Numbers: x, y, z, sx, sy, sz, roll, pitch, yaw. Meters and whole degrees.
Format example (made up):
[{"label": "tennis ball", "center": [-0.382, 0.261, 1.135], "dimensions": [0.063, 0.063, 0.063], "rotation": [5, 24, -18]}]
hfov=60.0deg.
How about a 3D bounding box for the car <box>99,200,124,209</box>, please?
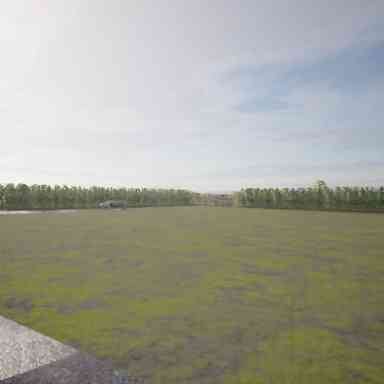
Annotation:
[{"label": "car", "center": [-13.822, 2.171, 57.834], "dimensions": [2.128, 1.511, 4.902], "rotation": [-1, -1, 36]}]
